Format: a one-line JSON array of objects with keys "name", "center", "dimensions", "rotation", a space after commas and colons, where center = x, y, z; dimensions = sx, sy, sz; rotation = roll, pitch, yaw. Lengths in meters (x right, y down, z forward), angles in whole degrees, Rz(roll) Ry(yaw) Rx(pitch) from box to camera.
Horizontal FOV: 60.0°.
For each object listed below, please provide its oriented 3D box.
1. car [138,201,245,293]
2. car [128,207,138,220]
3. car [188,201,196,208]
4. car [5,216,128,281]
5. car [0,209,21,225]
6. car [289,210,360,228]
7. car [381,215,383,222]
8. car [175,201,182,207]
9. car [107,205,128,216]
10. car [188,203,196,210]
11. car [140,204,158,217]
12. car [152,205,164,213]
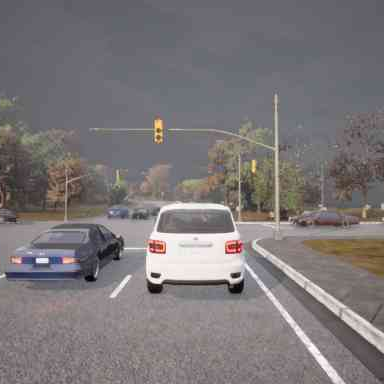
[{"name": "car", "center": [0.084, 1.322, 9.232], "dimensions": [2.150, 2.045, 5.566], "rotation": [0, -1, 0]}, {"name": "car", "center": [-7.083, 3.154, 45.850], "dimensions": [1.895, 1.301, 4.718], "rotation": [0, -2, -1]}, {"name": "car", "center": [-0.111, 3.307, 87.849], "dimensions": [1.837, 1.490, 4.892], "rotation": [0, 0, -3]}, {"name": "car", "center": [-3.417, 1.666, 10.086], "dimensions": [2.033, 1.411, 5.357], "rotation": [0, -1, 0]}, {"name": "car", "center": [-20.380, 2.577, 34.593], "dimensions": [4.892, 1.490, 1.837], "rotation": [0, 0, 8]}, {"name": "car", "center": [11.719, 2.394, 29.188], "dimensions": [5.357, 1.411, 2.033], "rotation": [0, -3, -1]}, {"name": "car", "center": [21.420, 2.513, 33.066], "dimensions": [4.902, 1.511, 2.128], "rotation": [0, -3, -3]}, {"name": "car", "center": [-3.588, 3.113, 87.496], "dimensions": [1.882, 1.535, 5.008], "rotation": [0, 0, -3]}, {"name": "car", "center": [-10.589, 2.843, 48.015], "dimensions": [2.150, 2.045, 5.566], "rotation": [0, -2, -1]}, {"name": "car", "center": [0.005, 3.350, 77.697], "dimensions": [1.837, 1.490, 4.892], "rotation": [0, 0, 0]}, {"name": "car", "center": [-7.086, 3.019, 55.376], "dimensions": [2.150, 2.045, 5.566], "rotation": [0, -1, 0]}, {"name": "car", "center": [-7.001, 3.493, 68.557], "dimensions": [1.895, 1.301, 4.718], "rotation": [0, 0, 0]}]
